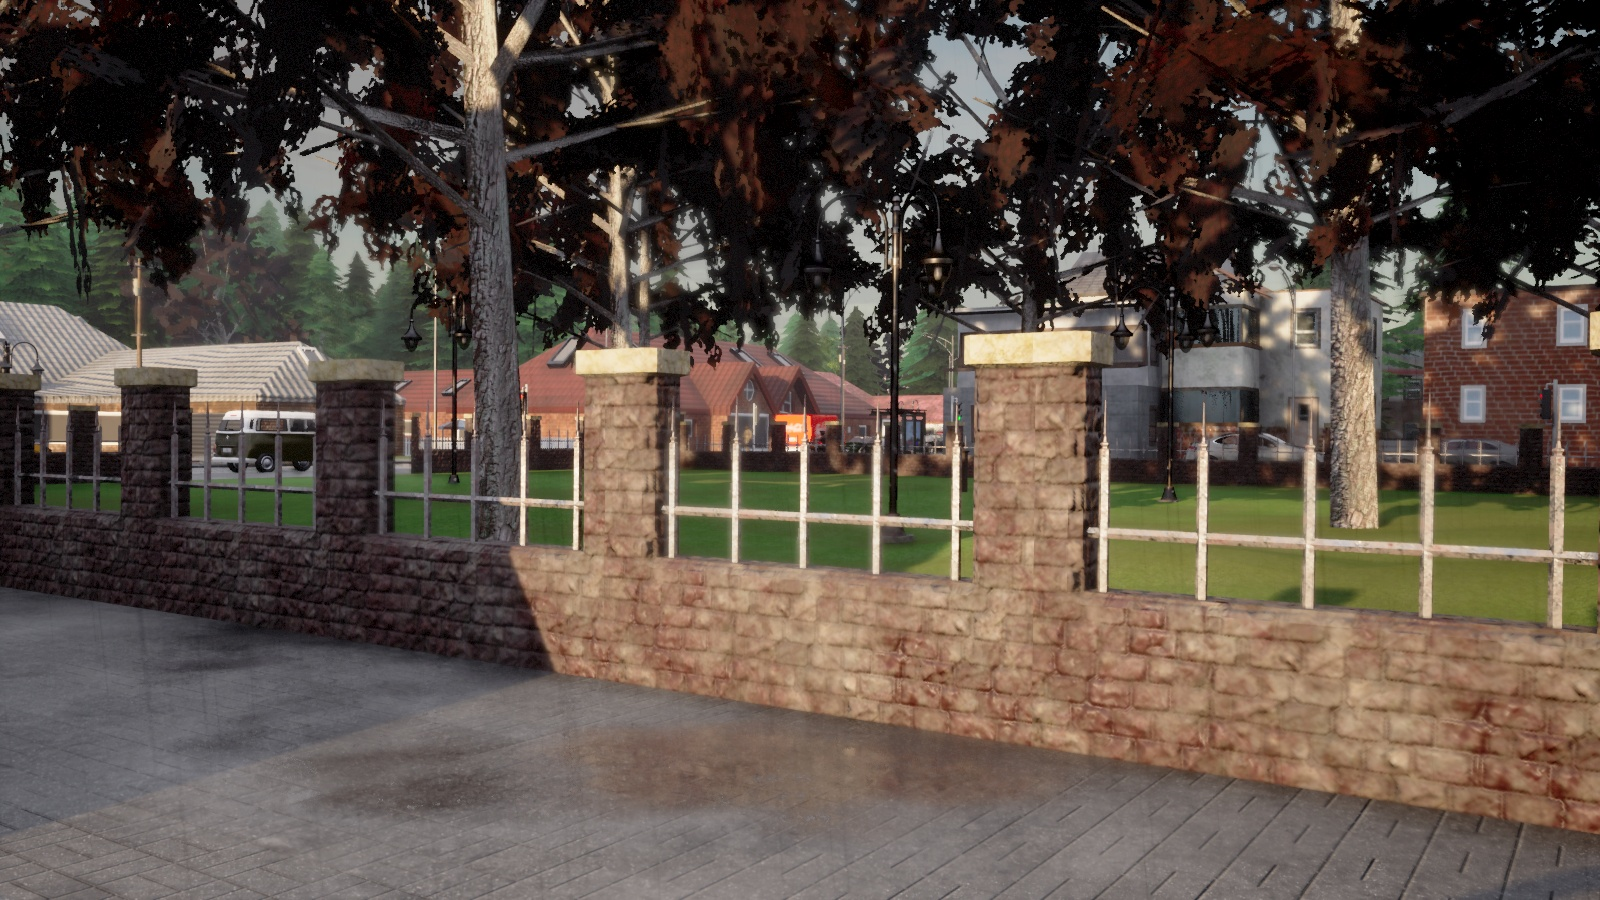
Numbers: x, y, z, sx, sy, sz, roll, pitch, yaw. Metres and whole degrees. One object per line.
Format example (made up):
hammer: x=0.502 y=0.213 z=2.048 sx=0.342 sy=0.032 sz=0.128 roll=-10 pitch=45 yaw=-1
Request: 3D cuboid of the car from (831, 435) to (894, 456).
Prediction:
car: x=4.089 y=-0.313 z=81.110 sx=1.895 sy=1.301 sz=4.718 roll=0 pitch=1 yaw=34

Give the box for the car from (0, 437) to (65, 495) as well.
car: x=-22.672 y=0.457 z=33.476 sx=1.882 sy=1.535 sz=5.008 roll=0 pitch=1 yaw=32

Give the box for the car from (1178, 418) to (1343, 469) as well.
car: x=15.818 y=-0.223 z=43.176 sx=5.027 sy=1.651 sz=2.152 roll=0 pitch=1 yaw=31

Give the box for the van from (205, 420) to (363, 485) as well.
van: x=-17.129 y=0.038 z=41.871 sx=2.069 sy=2.038 sz=4.480 roll=0 pitch=1 yaw=32

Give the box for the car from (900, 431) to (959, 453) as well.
car: x=9.185 y=-0.564 z=88.792 sx=2.163 sy=1.488 sz=4.792 roll=0 pitch=1 yaw=34

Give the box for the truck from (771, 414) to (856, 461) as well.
truck: x=0.791 y=-0.701 z=68.730 sx=2.627 sy=2.467 sz=5.204 roll=0 pitch=1 yaw=27

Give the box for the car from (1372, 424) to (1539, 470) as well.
car: x=22.681 y=-0.112 z=43.498 sx=4.902 sy=1.511 sz=2.128 roll=0 pitch=1 yaw=34
